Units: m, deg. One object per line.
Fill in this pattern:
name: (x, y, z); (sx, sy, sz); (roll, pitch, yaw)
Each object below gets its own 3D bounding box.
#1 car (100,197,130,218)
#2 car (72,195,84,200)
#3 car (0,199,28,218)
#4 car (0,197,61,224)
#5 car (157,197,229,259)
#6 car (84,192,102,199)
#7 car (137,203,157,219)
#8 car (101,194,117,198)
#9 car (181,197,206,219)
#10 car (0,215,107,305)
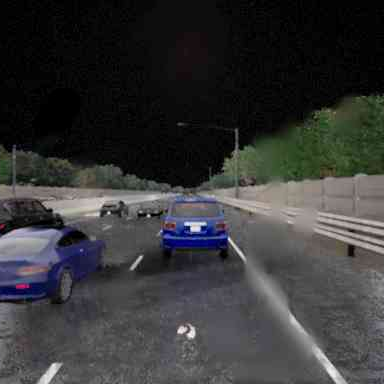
car: (-6.884, 1.470, 29.954); (1.837, 1.490, 4.892); (0, 0, 0)
car: (-24.463, 1.355, 72.035); (1.994, 1.385, 4.181); (0, 0, 0)
car: (-17.576, 1.458, 31.017); (2.128, 1.511, 4.902); (0, 0, 0)
car: (-6.893, 1.201, 12.826); (2.150, 2.045, 5.566); (0, 0, 0)
car: (0.107, 1.201, 12.705); (2.150, 2.045, 5.566); (0, 0, 0)
car: (-20.963, 0.993, 72.420); (2.150, 2.045, 5.566); (0, 0, 0)
car: (-3.384, 1.567, 28.213); (1.895, 1.301, 4.718); (0, 0, 0)
car: (-17.464, 1.308, 72.447); (2.033, 1.411, 5.357); (0, 0, 0)
car: (0.116, 1.318, 29.567); (2.097, 1.767, 4.553); (0, 0, 0)
car: (-3.409, 1.512, 7.912); (1.812, 1.442, 4.674); (0, 0, 0)
